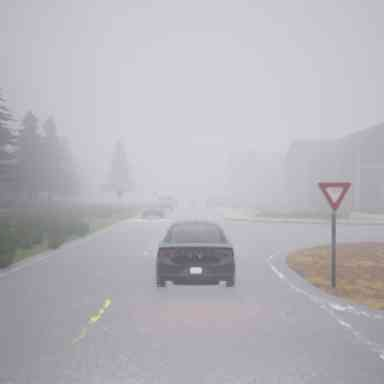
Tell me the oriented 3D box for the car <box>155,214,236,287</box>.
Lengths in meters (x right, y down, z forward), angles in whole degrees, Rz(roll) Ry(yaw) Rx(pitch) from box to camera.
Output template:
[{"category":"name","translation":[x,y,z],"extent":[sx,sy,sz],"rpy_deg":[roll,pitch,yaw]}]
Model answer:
[{"category":"car","translation":[0.092,1.534,9.564],"extent":[1.882,1.535,5.008],"rpy_deg":[0,0,0]}]

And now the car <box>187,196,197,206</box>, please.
[{"category":"car","translation":[0.028,1.930,65.294],"extent":[2.033,1.411,5.357],"rpy_deg":[0,0,0]}]

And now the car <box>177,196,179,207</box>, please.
[{"category":"car","translation":[-3.532,1.574,60.622],"extent":[2.150,2.045,5.566],"rpy_deg":[0,0,1]}]

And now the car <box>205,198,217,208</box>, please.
[{"category":"car","translation":[2.995,1.770,53.742],"extent":[1.816,1.474,4.193],"rpy_deg":[-6,0,-2]}]

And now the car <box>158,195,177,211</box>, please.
[{"category":"car","translation":[-3.577,1.480,44.400],"extent":[2.150,2.045,5.566],"rpy_deg":[0,0,0]}]

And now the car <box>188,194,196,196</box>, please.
[{"category":"car","translation":[0.032,1.538,75.921],"extent":[2.150,2.045,5.566],"rpy_deg":[0,0,0]}]

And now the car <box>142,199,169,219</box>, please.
[{"category":"car","translation":[-3.582,1.713,31.935],"extent":[1.812,1.442,4.674],"rpy_deg":[0,0,0]}]
